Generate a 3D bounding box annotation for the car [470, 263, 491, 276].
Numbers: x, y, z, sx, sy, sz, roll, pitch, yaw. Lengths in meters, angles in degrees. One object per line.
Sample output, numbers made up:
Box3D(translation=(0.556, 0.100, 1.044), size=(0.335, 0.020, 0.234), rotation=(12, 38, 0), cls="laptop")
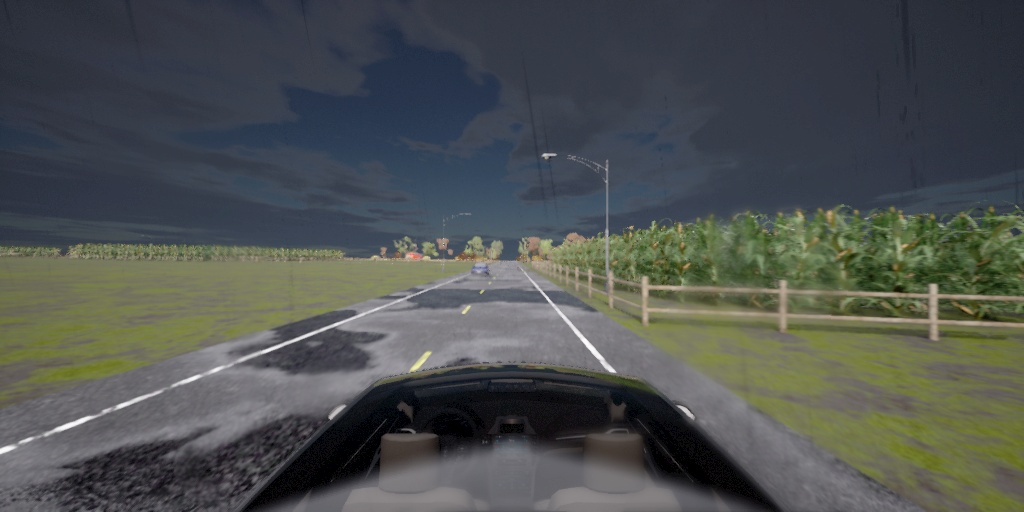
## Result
Box3D(translation=(-3.592, 1.500, 41.402), size=(1.812, 1.442, 4.674), rotation=(0, 0, 0), cls="car")
